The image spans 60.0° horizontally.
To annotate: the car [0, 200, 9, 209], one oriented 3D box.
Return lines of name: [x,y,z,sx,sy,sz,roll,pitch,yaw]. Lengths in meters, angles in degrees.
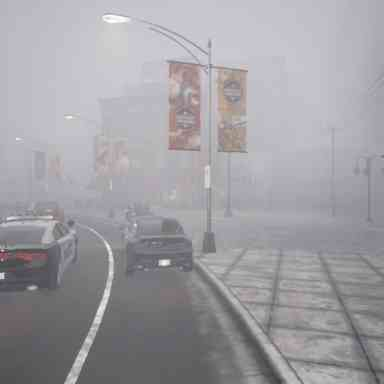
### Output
car: [-22.210,1.326,35.930,4.553,1.767,2.097,0,0,38]

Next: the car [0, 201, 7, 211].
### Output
car: [-14.006,1.511,22.527,1.812,1.442,4.674,0,-1,-35]

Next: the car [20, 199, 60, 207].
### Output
car: [-10.691,1.339,23.832,2.097,1.767,4.553,0,0,-33]

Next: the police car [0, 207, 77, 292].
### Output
police car: [-4.276,1.421,8.950,1.930,1.638,5.238,0,0,-12]

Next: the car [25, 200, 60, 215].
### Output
car: [-15.682,1.577,34.738,1.895,1.301,4.718,0,0,-43]

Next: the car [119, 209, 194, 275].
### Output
car: [-1.251,1.503,10.602,1.837,1.490,4.892,0,0,-14]
